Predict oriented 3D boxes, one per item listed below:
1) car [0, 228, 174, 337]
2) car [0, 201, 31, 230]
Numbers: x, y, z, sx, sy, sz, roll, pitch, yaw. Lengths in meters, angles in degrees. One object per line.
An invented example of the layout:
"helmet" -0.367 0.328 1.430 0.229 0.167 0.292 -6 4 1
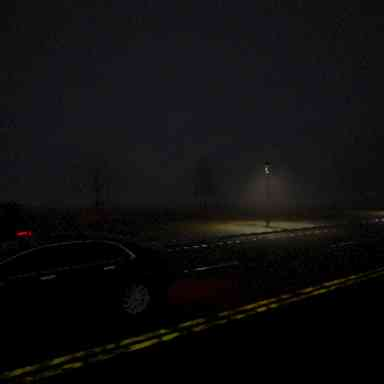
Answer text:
"car" -2.645 1.510 5.808 4.892 1.490 1.837 0 0 -36
"car" -6.403 1.231 7.101 5.566 2.045 2.150 0 0 -36
